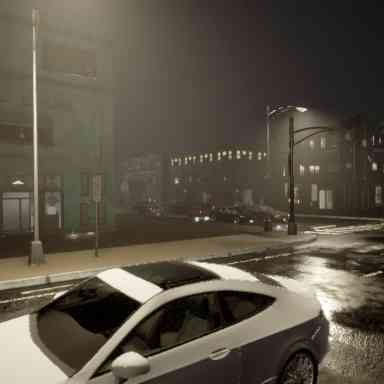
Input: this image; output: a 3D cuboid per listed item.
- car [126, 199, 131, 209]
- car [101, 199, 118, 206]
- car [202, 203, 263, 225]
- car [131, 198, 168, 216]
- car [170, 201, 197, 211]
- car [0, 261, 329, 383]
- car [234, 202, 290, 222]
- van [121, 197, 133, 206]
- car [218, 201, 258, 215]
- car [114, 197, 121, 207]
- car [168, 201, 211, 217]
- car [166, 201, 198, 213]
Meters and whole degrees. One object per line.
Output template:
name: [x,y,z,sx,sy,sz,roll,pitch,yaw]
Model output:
car: [-6.388,1.998,44.367,2.033,1.411,5.357,-1,0,-35]
car: [-17.272,2.227,69.603,1.887,1.381,4.507,-1,0,-35]
car: [3.117,1.814,26.314,1.947,1.339,4.313,-2,0,-35]
car: [-4.836,1.846,37.687,1.967,1.590,4.097,-1,0,-35]
car: [-1.218,1.965,47.059,1.802,1.307,4.206,-2,0,-35]
car: [-0.491,1.525,3.336,4.674,1.442,1.812,0,0,-36]
car: [5.523,1.764,27.626,2.033,1.411,5.357,-1,0,-36]
van: [-10.856,1.906,60.585,1.690,1.788,3.998,-1,0,-35]
car: [5.202,1.809,38.041,2.008,1.369,4.403,-2,0,-35]
car: [-14.067,1.939,65.094,2.192,1.841,5.009,-1,0,-35]
car: [-0.289,1.896,35.767,1.994,1.385,4.181,-1,0,-37]
car: [-1.397,1.898,42.847,1.812,1.442,4.674,-1,0,-35]
